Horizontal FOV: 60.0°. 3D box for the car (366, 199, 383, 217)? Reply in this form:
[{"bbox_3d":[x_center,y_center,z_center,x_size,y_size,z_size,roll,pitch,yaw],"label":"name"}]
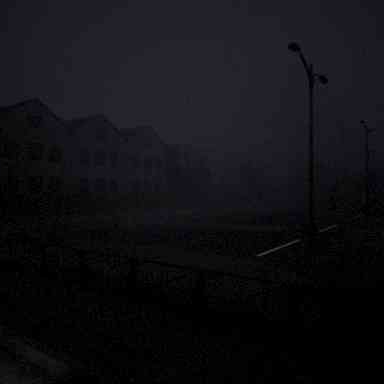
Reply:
[{"bbox_3d":[15.375,1.298,26.844,2.007,1.523,4.514,0,0,35],"label":"car"}]
